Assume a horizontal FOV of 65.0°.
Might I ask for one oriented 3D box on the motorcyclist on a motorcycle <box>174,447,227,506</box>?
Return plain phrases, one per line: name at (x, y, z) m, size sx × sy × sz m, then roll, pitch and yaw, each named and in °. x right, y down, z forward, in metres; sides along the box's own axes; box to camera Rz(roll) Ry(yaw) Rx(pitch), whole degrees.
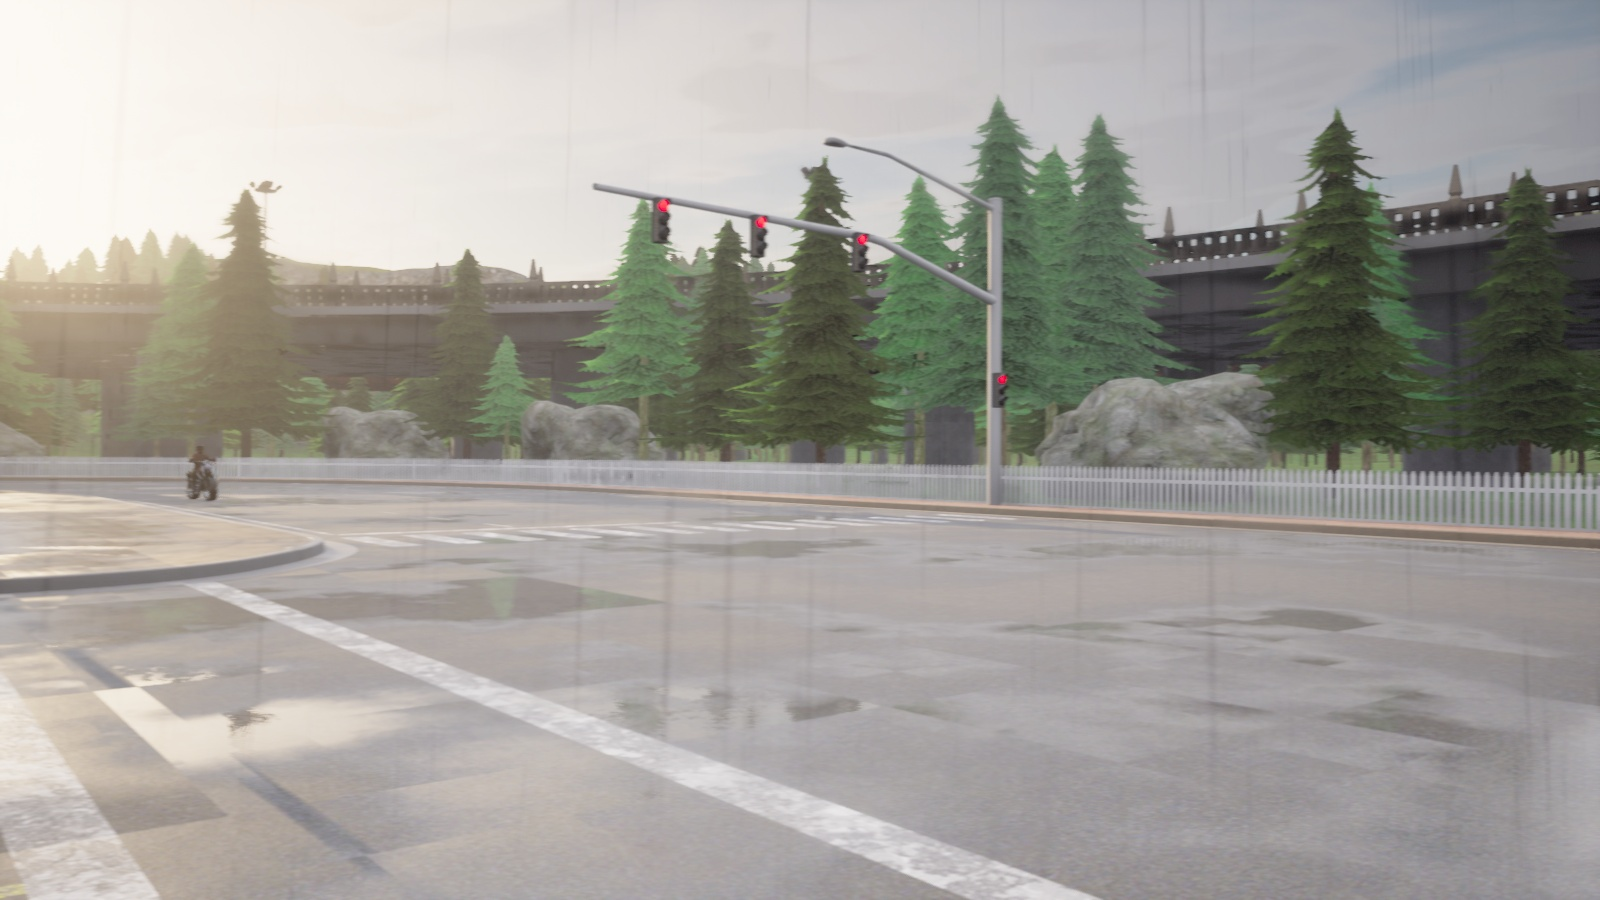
motorcyclist on a motorcycle at (-17.277, 0.731, 36.163) m, size 0.766 × 1.649 × 2.350 m, roll 0°, pitch 0°, yaw -41°
